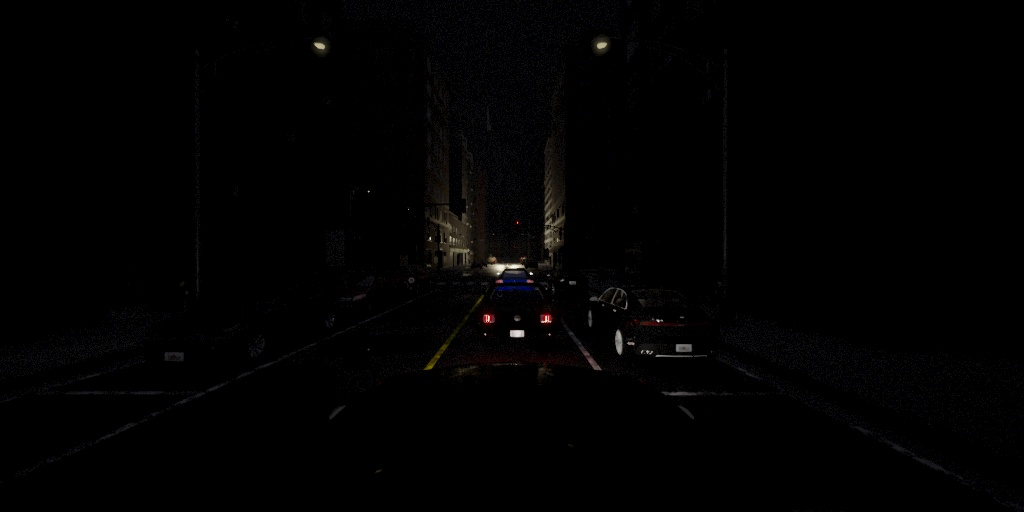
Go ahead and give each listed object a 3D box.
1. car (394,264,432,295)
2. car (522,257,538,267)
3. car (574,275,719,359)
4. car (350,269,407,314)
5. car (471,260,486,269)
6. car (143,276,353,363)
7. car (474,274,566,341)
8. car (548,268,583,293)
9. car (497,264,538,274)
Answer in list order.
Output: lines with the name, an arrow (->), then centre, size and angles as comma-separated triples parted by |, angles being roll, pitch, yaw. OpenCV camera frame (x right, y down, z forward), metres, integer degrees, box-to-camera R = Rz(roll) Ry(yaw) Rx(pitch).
car -> -5.620, 1.188, 19.187 | 1.967, 1.591, 4.097 | 0, 0, 0
car -> 3.046, 1.219, 56.251 | 1.967, 1.591, 4.097 | 0, 0, 0
car -> 2.874, 1.299, 8.160 | 2.007, 1.370, 4.403 | 0, 0, 0
car -> -5.636, 1.331, 13.686 | 1.802, 1.307, 4.207 | 0, 0, 0
car -> -5.479, 1.361, 56.289 | 1.802, 1.307, 4.207 | 0, 0, 0
car -> -5.651, 1.315, 8.184 | 1.948, 1.339, 4.313 | 0, 0, 0
car -> 0.118, 1.350, 9.784 | 1.895, 1.301, 4.718 | 0, 0, 0
car -> 2.906, 1.314, 19.163 | 1.948, 1.339, 4.313 | 0, 0, 0
car -> 0.144, 1.313, 18.544 | 1.994, 1.385, 4.181 | 0, 0, 1
